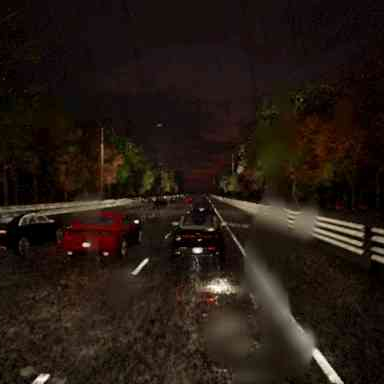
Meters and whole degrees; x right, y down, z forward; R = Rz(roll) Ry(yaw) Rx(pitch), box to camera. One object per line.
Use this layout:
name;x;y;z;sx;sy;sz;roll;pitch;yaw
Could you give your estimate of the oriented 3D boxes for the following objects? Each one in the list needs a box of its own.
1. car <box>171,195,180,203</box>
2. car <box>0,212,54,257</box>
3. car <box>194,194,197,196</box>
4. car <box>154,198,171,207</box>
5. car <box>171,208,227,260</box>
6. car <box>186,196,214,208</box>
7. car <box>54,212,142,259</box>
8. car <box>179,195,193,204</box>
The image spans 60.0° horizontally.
car;-4.281;1.922;80.131;2.033;1.411;5.357;0;0;2
car;-6.729;1.512;13.078;2.128;1.511;4.902;0;0;2
car;-0.326;1.946;92.492;1.882;1.535;5.008;0;0;2
car;-5.156;1.741;56.119;1.882;1.535;5.008;0;0;2
car;0.265;1.588;12.813;1.837;1.490;4.892;0;0;2
car;0.887;1.534;29.785;2.097;1.767;4.553;0;0;2
car;-3.233;1.529;12.961;1.882;1.535;5.008;0;0;2
car;-1.075;1.852;71.990;1.882;1.535;5.008;0;0;2
